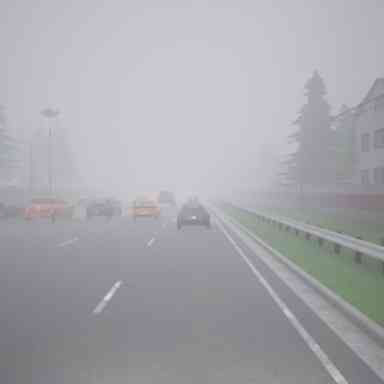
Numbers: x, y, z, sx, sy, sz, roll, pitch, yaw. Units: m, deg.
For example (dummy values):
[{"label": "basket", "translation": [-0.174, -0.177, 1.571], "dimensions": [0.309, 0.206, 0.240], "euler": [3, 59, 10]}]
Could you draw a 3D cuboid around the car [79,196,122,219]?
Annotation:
[{"label": "car", "translation": [-6.907, 1.290, 26.426], "dimensions": [2.128, 1.511, 4.902], "euler": [0, 1, 0]}]

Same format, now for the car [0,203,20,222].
[{"label": "car", "translation": [-13.906, 1.415, 24.140], "dimensions": [1.895, 1.301, 4.718], "euler": [0, 0, 0]}]

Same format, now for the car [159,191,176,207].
[{"label": "car", "translation": [-3.416, 0.879, 45.337], "dimensions": [2.150, 2.045, 5.566], "euler": [0, 1, 0]}]

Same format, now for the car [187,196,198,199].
[{"label": "car", "translation": [0.089, 1.220, 43.218], "dimensions": [2.033, 1.411, 5.357], "euler": [0, 0, 0]}]

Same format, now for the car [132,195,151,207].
[{"label": "car", "translation": [-6.917, 1.214, 46.033], "dimensions": [1.994, 1.385, 4.181], "euler": [0, 1, 0]}]

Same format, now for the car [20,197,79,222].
[{"label": "car", "translation": [-10.407, 1.164, 24.706], "dimensions": [2.097, 1.767, 4.553], "euler": [0, 1, 0]}]

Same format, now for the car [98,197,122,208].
[{"label": "car", "translation": [-10.422, 1.277, 42.418], "dimensions": [1.895, 1.301, 4.718], "euler": [0, 0, 0]}]

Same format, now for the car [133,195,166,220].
[{"label": "car", "translation": [-3.407, 1.278, 26.196], "dimensions": [1.882, 1.535, 5.008], "euler": [0, 1, 0]}]

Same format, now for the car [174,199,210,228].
[{"label": "car", "translation": [0.094, 1.405, 20.964], "dimensions": [1.994, 1.385, 4.181], "euler": [0, 1, 0]}]

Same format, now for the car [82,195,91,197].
[{"label": "car", "translation": [-13.918, 1.184, 44.749], "dimensions": [1.812, 1.442, 4.674], "euler": [0, 1, 0]}]
